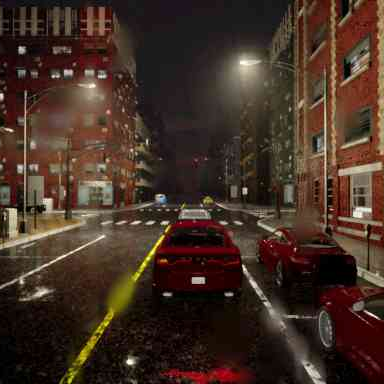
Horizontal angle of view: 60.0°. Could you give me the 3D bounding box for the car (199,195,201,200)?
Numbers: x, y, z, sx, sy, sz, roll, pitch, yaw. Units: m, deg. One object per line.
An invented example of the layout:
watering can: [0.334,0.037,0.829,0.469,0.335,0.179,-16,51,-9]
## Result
car: [2.841,1.572,80.787,1.887,1.381,4.507,1,0,0]

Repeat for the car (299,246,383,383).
car: [2.673,1.583,3.268,1.802,1.307,4.206,1,0,0]

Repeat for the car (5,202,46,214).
car: [-18.646,1.730,37.343,4.313,1.339,1.947,0,-1,0]

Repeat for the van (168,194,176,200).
van: [-5.516,1.375,92.145,1.690,1.788,3.998,1,0,0]

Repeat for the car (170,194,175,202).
car: [-5.549,1.607,75.187,1.802,1.307,4.206,1,0,0]

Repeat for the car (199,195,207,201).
car: [2.851,1.597,86.439,1.947,1.339,4.313,1,0,0]

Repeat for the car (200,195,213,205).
car: [2.802,1.543,58.347,1.752,1.417,4.829,1,0,0]

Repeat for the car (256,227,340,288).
car: [2.853,1.584,8.924,1.802,1.307,4.206,1,0,0]

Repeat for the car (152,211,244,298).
car: [0.113,1.480,8.606,1.882,1.535,5.008,0,0,0]

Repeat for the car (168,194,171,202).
car: [-5.569,1.602,63.883,1.802,1.307,4.206,1,0,0]

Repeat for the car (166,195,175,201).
car: [-5.529,1.582,86.492,2.008,1.369,4.403,1,0,0]

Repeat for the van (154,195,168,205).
van: [-5.575,1.359,58.231,1.690,1.788,3.998,1,0,0]
